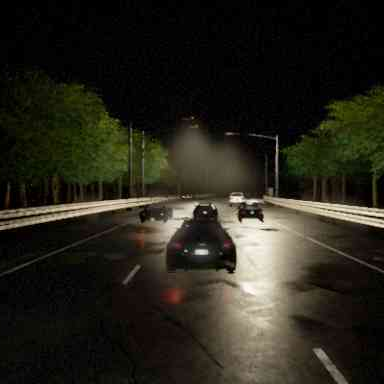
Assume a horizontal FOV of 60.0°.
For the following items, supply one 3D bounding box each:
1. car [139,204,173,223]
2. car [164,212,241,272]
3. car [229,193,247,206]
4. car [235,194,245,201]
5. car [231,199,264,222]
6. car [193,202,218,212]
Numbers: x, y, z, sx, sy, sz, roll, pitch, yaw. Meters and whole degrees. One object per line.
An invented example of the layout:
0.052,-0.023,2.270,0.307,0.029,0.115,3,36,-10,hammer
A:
-2.553,1.558,24.927,1.895,1.301,4.718,0,0,4,car
0.308,1.548,10.739,1.994,1.385,4.181,0,0,2,car
6.952,1.125,51.431,2.150,2.045,5.566,0,0,8,car
11.218,1.343,77.271,1.882,1.535,5.008,0,0,12,car
4.443,1.503,26.059,2.033,1.411,5.357,0,0,4,car
1.127,1.521,27.329,1.994,1.385,4.181,0,0,4,car
